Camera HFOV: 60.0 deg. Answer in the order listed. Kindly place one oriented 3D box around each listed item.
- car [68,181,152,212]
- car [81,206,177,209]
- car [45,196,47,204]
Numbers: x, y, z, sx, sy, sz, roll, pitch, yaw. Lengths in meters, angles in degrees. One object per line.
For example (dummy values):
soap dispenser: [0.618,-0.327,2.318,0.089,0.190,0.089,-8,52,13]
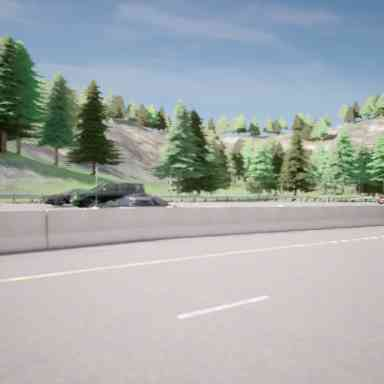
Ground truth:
car: [-6.009,0.281,24.619,5.566,2.045,2.150,1,2,-32]
car: [-3.249,0.941,18.110,4.718,1.301,1.895,1,2,-32]
car: [-9.134,0.444,26.805,5.357,1.411,2.033,1,2,-32]
